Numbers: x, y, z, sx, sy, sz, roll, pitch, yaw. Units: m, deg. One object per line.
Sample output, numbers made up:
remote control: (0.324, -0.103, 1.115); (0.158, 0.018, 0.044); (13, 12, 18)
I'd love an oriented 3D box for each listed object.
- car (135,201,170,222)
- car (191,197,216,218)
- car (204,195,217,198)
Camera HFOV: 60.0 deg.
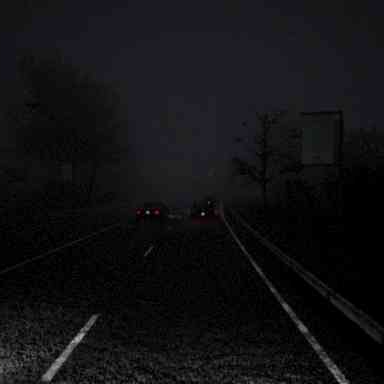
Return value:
car: (-2.739, 1.359, 24.036); (2.033, 1.411, 5.357); (0, 0, 3)
car: (0.969, 1.386, 27.763); (1.895, 1.301, 4.718); (0, 0, 3)
car: (2.517, 1.138, 47.419); (1.837, 1.490, 4.892); (0, 0, 6)
